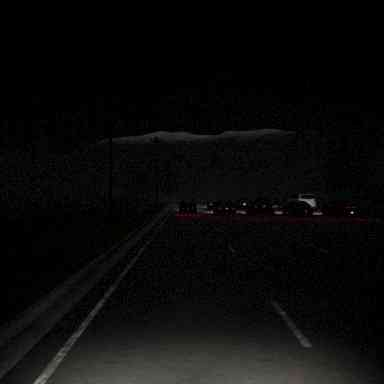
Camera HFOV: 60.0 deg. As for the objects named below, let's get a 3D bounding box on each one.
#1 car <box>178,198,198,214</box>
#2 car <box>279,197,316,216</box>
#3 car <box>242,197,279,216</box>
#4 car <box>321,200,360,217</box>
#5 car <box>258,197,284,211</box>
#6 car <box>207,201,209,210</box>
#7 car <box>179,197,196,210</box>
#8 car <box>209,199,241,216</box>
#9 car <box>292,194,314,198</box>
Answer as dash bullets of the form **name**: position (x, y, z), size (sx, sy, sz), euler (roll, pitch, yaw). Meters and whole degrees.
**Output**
- **car**: position (-0.438, 1.491, 35.556), size (2.128, 1.511, 4.902), euler (0, 0, -1)
- **car**: position (10.116, 1.526, 31.952), size (1.812, 1.442, 4.674), euler (0, 0, -1)
- **car**: position (6.604, 1.352, 32.687), size (2.097, 1.767, 4.553), euler (0, 0, -1)
- **car**: position (13.636, 1.505, 30.825), size (1.837, 1.490, 4.892), euler (0, 0, -1)
- **car**: position (9.955, 1.491, 42.295), size (2.128, 1.511, 4.902), euler (0, 0, -1)
- **car**: position (2.934, 1.601, 43.401), size (1.895, 1.301, 4.718), euler (0, 0, -1)
- **car**: position (-0.589, 1.491, 44.969), size (2.128, 1.511, 4.902), euler (0, 0, -1)
- **car**: position (3.109, 1.547, 32.688), size (2.033, 1.411, 5.357), euler (0, 0, -1)
- **car**: position (13.475, 1.221, 41.298), size (2.150, 2.045, 5.566), euler (0, 0, -1)
